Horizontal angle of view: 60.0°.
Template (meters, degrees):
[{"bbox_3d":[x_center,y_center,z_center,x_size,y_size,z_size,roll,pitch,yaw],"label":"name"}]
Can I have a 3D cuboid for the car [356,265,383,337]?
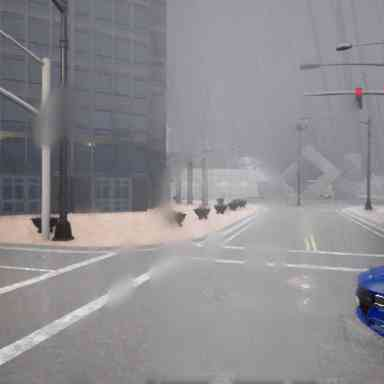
[{"bbox_3d":[5.045,1.481,4.612,5.008,1.535,1.882,0,0,17],"label":"car"}]
